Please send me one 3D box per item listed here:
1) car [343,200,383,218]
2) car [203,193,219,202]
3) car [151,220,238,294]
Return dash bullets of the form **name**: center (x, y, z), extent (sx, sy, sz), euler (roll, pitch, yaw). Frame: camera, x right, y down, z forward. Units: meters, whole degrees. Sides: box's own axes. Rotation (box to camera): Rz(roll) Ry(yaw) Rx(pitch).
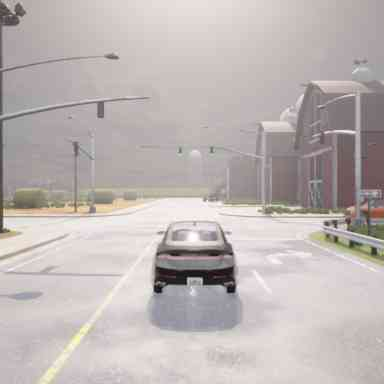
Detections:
- **car**: center (14.548, 1.385, 26.438), extent (4.553, 1.767, 2.097), euler (0, 0, 1)
- **car**: center (4.146, 1.162, 72.616), extent (1.905, 1.878, 3.866), euler (-8, 3, -42)
- **car**: center (0.067, 1.494, 8.807), extent (2.128, 1.511, 4.902), euler (0, 0, 0)
